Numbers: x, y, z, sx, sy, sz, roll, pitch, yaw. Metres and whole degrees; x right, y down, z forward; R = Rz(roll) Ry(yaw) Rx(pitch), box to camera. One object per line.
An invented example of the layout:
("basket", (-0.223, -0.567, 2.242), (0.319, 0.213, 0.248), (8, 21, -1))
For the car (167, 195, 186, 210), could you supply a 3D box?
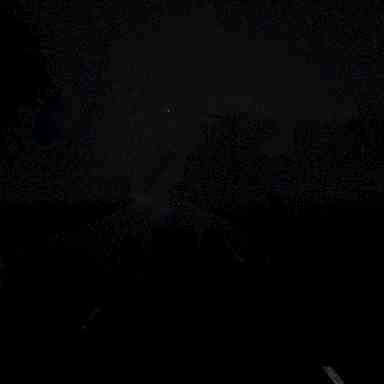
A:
("car", (-1.739, 1.366, 40.806), (2.033, 1.411, 5.357), (0, 0, -5))
